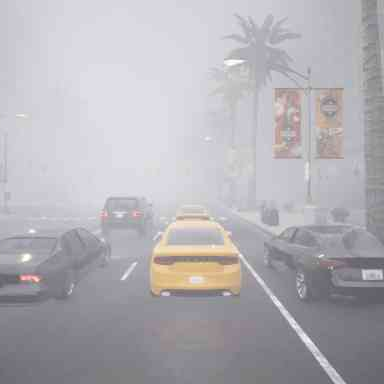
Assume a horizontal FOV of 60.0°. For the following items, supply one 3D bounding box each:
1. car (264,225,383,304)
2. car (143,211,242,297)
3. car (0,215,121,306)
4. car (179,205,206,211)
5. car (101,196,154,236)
[{"bbox_3d":[3.164,1.513,8.227,2.161,1.482,4.786,0,0,-1],"label":"car"},{"bbox_3d":[0.070,1.478,8.637,1.882,1.535,5.008,0,0,0],"label":"car"},{"bbox_3d":[-3.424,1.548,8.244,2.033,1.411,5.357,0,0,0],"label":"car"},{"bbox_3d":[0.031,1.478,18.836,1.882,1.535,5.008,0,0,0],"label":"car"},{"bbox_3d":[-3.467,1.222,18.565,2.150,2.045,5.566,0,0,0],"label":"car"}]
